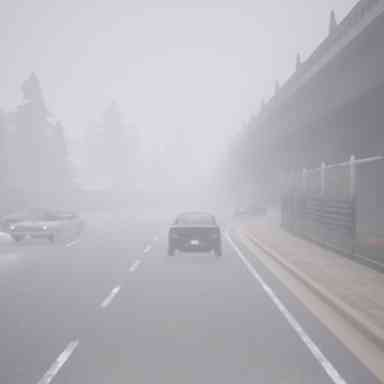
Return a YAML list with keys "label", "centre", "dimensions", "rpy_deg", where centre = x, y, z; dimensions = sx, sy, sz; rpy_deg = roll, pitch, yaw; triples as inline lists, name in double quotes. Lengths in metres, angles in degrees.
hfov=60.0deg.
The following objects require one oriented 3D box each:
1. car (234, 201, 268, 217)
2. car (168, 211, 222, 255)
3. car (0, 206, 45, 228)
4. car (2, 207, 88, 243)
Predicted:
- label: "car"
  centre: [5.721, 1.587, 31.990]
  dimensions: [1.994, 1.385, 4.181]
  rpy_deg: [0, 0, 35]
- label: "car"
  centre: [0.139, 1.487, 13.324]
  dimensions: [1.882, 1.535, 5.008]
  rpy_deg: [0, 0, 1]
- label: "car"
  centre: [-9.839, 1.579, 20.632]
  dimensions: [1.994, 1.385, 4.181]
  rpy_deg: [0, 0, 8]
- label: "car"
  centre: [-6.878, 1.613, 16.394]
  dimensions: [1.895, 1.301, 4.718]
  rpy_deg: [0, 0, 3]
